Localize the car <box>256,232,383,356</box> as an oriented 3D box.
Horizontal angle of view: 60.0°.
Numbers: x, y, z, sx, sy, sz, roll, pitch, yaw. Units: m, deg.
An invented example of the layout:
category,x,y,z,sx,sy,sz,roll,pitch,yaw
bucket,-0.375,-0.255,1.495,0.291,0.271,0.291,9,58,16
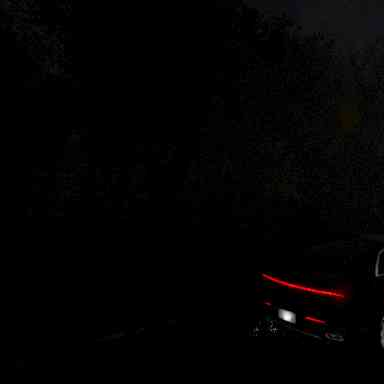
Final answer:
category,x,y,z,sx,sy,sz,roll,pitch,yaw
car,3.311,1.506,6.108,4.892,1.490,1.837,0,0,-35
